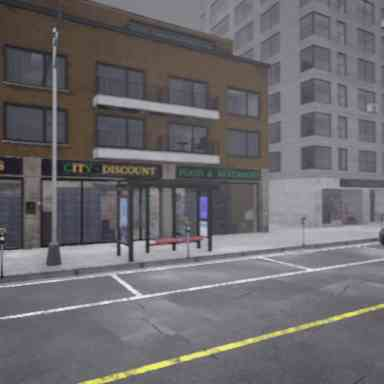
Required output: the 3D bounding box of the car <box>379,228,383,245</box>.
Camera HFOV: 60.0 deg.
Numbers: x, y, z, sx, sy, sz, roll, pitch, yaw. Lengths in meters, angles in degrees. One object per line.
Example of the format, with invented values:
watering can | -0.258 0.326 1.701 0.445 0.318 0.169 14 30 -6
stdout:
car | 10.429 1.745 15.133 4.313 1.339 1.947 0 -1 -29
